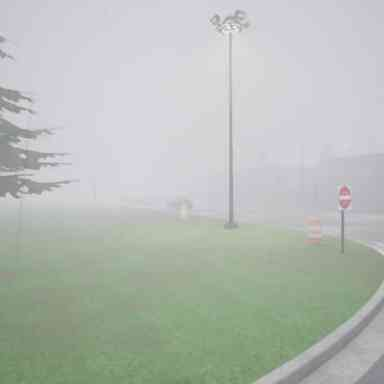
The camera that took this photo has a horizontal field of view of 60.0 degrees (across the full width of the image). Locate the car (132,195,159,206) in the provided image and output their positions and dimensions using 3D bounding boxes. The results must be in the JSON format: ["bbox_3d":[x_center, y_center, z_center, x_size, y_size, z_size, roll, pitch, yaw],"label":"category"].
[{"bbox_3d":[-7.558,1.448,53.206,2.128,1.511,4.902,0,0,-25],"label":"car"}]

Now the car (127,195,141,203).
[{"bbox_3d":[-12.546,1.428,71.704,1.882,1.535,5.008,0,0,-25],"label":"car"}]

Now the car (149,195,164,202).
[{"bbox_3d":[-8.528,1.448,79.581,2.128,1.511,4.902,0,0,-25],"label":"car"}]

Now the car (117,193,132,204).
[{"bbox_3d":[-11.930,1.453,62.407,2.128,1.511,4.902,0,0,-25],"label":"car"}]

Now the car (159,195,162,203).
[{"bbox_3d":[-5.701,1.457,65.417,1.812,1.442,4.674,0,0,-25],"label":"car"}]

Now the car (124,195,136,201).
[{"bbox_3d":[-16.455,1.538,88.158,1.895,1.301,4.718,0,0,-25],"label":"car"}]

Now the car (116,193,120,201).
[{"bbox_3d":[-16.982,1.180,81.081,2.150,2.045,5.566,0,0,-25],"label":"car"}]

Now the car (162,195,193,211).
[{"bbox_3d":[-1.537,1.440,40.467,2.128,1.511,4.902,0,0,-25],"label":"car"}]

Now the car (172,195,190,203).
[{"bbox_3d":[-2.296,1.420,66.403,1.837,1.490,4.892,0,0,-25],"label":"car"}]
